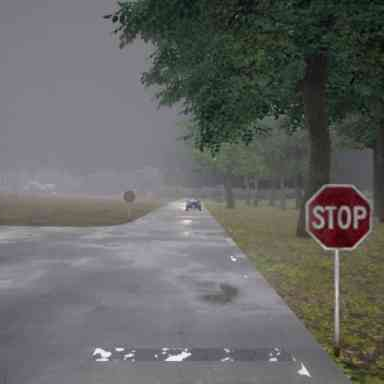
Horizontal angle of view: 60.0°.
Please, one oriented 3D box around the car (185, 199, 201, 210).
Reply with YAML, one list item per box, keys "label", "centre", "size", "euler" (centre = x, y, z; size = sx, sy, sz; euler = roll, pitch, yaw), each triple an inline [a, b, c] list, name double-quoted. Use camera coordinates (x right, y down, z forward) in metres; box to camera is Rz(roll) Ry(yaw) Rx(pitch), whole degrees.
- label: "car"
  centre: [0.194, 1.567, 42.675]
  size: [1.812, 1.442, 4.674]
  euler: [0, 0, 0]
